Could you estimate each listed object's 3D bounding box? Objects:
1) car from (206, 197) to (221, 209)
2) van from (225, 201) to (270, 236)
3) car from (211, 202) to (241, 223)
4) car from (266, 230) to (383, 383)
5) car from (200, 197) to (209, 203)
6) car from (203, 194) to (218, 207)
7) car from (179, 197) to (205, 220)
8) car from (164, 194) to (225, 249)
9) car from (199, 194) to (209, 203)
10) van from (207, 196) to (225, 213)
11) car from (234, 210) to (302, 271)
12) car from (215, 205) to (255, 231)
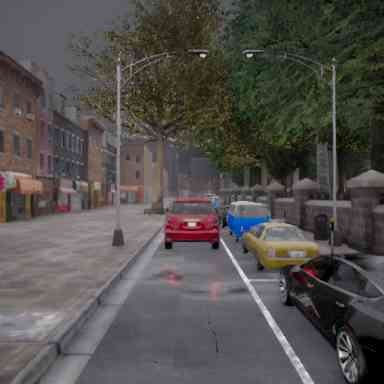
[{"bbox_3d":[3.025,1.513,48.235,1.801,1.575,5.366,0,0,0],"label":"car"},{"bbox_3d":[2.651,1.347,15.969,1.690,1.788,3.998,1,0,0],"label":"van"},{"bbox_3d":[2.648,1.569,26.868,2.008,1.369,4.403,1,0,0],"label":"car"},{"bbox_3d":[2.648,1.566,5.070,1.947,1.339,4.313,1,0,0],"label":"car"},{"bbox_3d":[2.645,1.701,70.464,1.802,1.307,4.206,1,0,0],"label":"car"},{"bbox_3d":[2.981,1.301,55.076,2.150,2.045,5.566,0,0,0],"label":"car"},{"bbox_3d":[0.000,1.389,29.623,2.097,1.767,4.553,0,0,0],"label":"car"},{"bbox_3d":[0.000,1.264,14.682,2.150,2.045,5.566,0,0,0],"label":"car"},{"bbox_3d":[2.648,1.453,75.914,2.192,1.841,5.009,1,0,0],"label":"car"},{"bbox_3d":[2.650,1.377,37.767,1.690,1.788,3.998,1,0,0],"label":"van"},{"bbox_3d":[2.648,1.528,10.690,1.752,1.417,4.829,1,0,0],"label":"car"},{"bbox_3d":[2.648,1.577,21.419,1.947,1.339,4.313,1,0,0],"label":"car"}]
